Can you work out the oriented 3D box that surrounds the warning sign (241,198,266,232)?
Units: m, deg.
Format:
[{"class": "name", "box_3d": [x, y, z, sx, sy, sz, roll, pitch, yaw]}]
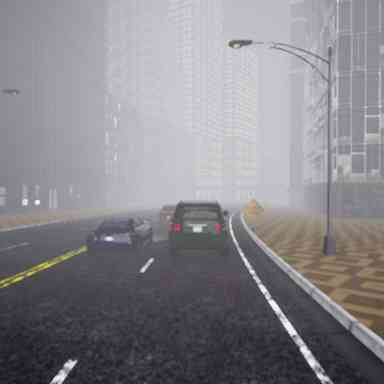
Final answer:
[{"class": "warning sign", "box_3d": [3.586, 1.316, 19.424, 1.300, 1.860, 1.060, 1, 1, 5]}]

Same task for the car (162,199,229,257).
[{"class": "car", "box_3d": [0.329, 1.353, 13.700, 2.150, 2.045, 5.566, 0, 0, 3]}]

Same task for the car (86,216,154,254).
[{"class": "car", "box_3d": [-2.895, 1.700, 14.155, 1.994, 1.385, 4.181, 0, 0, 4]}]

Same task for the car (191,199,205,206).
[{"class": "car", "box_3d": [1.350, 2.282, 73.404, 1.812, 1.442, 4.674, 0, -1, 17]}]

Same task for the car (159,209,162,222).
[{"class": "car", "box_3d": [-1.599, 1.792, 28.953, 1.837, 1.490, 4.892, 0, 0, 7]}]

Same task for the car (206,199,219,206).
[{"class": "car", "box_3d": [4.419, 2.292, 72.330, 1.812, 1.442, 4.674, 0, -1, 17]}]

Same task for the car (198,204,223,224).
[{"class": "car", "box_3d": [1.643, 1.816, 28.668, 1.812, 1.442, 4.674, 0, 0, 7]}]
